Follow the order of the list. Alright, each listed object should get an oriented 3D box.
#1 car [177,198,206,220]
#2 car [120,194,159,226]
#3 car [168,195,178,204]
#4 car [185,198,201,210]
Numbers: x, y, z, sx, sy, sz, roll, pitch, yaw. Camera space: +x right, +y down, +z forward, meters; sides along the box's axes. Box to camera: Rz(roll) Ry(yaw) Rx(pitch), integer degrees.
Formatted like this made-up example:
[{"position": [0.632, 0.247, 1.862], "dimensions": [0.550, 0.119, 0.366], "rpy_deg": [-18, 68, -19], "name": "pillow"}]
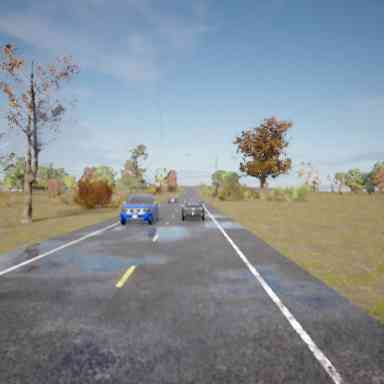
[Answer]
[{"position": [0.098, 1.450, 27.803], "dimensions": [2.128, 1.511, 4.902], "rpy_deg": [0, 0, 0], "name": "car"}, {"position": [-3.599, 1.188, 23.731], "dimensions": [2.150, 2.045, 5.566], "rpy_deg": [0, 0, 0], "name": "car"}, {"position": [-3.530, 1.390, 62.702], "dimensions": [2.128, 1.511, 4.902], "rpy_deg": [0, 0, 1], "name": "car"}, {"position": [0.099, 1.497, 42.931], "dimensions": [1.994, 1.385, 4.181], "rpy_deg": [0, 0, 0], "name": "car"}]
